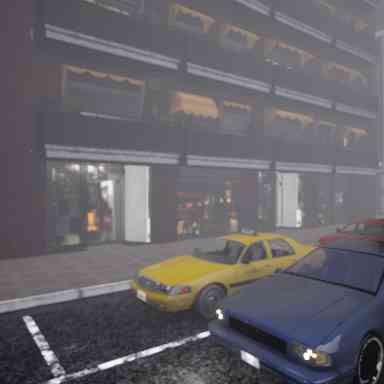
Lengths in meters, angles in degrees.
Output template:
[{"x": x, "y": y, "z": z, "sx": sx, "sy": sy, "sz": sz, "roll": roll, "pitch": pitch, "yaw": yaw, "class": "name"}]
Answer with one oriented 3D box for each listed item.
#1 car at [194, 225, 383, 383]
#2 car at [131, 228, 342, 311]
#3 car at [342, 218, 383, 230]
[{"x": 2.838, "y": 1.548, "z": 5.400, "sx": 5.357, "sy": 1.411, "sz": 2.033, "roll": 0, "pitch": 0, "yaw": -35, "class": "car"}, {"x": 1.071, "y": 1.526, "z": 7.325, "sx": 4.829, "sy": 1.417, "sz": 1.752, "roll": 0, "pitch": 0, "yaw": -35, "class": "car"}, {"x": 5.848, "y": 1.545, "z": 10.731, "sx": 4.507, "sy": 1.381, "sz": 1.887, "roll": 0, "pitch": 0, "yaw": -35, "class": "car"}]
